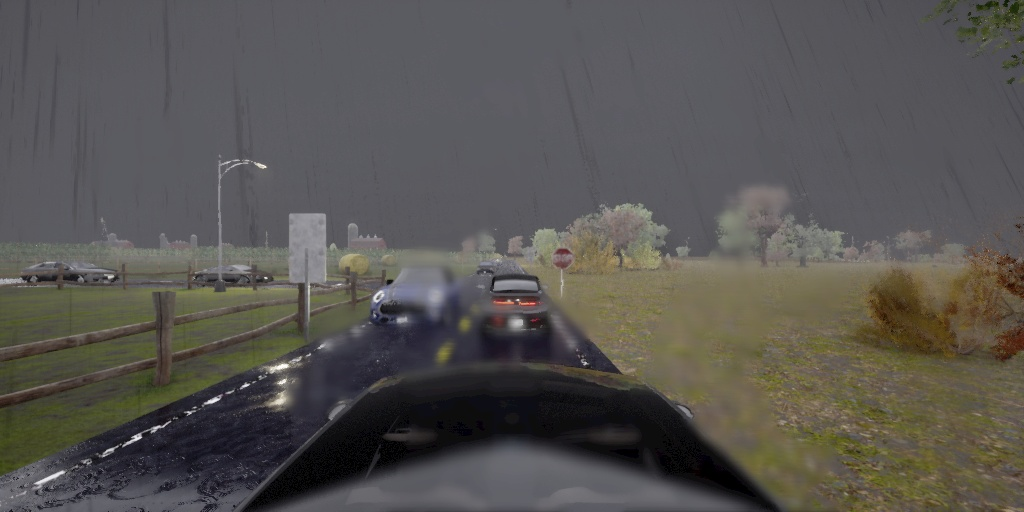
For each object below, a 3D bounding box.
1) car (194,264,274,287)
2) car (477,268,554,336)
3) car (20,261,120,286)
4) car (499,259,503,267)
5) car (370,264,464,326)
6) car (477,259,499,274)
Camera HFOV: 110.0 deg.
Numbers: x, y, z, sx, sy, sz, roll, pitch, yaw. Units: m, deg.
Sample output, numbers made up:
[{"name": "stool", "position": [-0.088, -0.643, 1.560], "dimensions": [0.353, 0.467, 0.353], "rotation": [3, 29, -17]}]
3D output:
[{"name": "car", "position": [-17.807, 1.222, 23.070], "dimensions": [4.181, 1.385, 1.994], "rotation": [0, 1, 0]}, {"name": "car", "position": [0.068, 1.255, 10.384], "dimensions": [1.837, 1.490, 4.892], "rotation": [0, 0, -1]}, {"name": "car", "position": [-28.167, 1.078, 22.962], "dimensions": [4.902, 1.511, 2.128], "rotation": [0, 1, -1]}, {"name": "car", "position": [-2.839, 1.269, 51.515], "dimensions": [2.128, 1.511, 4.902], "rotation": [0, 0, 0]}, {"name": "car", "position": [-2.850, 1.102, 11.668], "dimensions": [2.097, 1.767, 4.553], "rotation": [0, 0, 0]}, {"name": "car", "position": [-2.851, 1.316, 40.434], "dimensions": [2.033, 1.411, 5.357], "rotation": [0, 0, 0]}]
